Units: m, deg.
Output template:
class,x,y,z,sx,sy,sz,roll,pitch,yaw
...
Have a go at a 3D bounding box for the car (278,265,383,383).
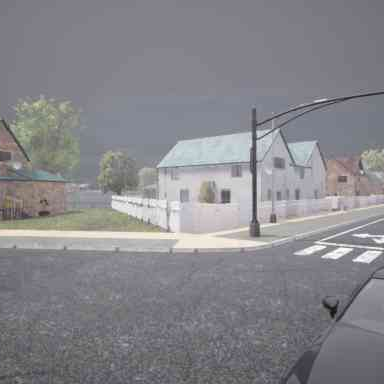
class,x,y,z,sx,sy,sz,roll,pitch,yaw
car,2.517,1.524,3.390,1.812,1.442,4.674,0,0,42
